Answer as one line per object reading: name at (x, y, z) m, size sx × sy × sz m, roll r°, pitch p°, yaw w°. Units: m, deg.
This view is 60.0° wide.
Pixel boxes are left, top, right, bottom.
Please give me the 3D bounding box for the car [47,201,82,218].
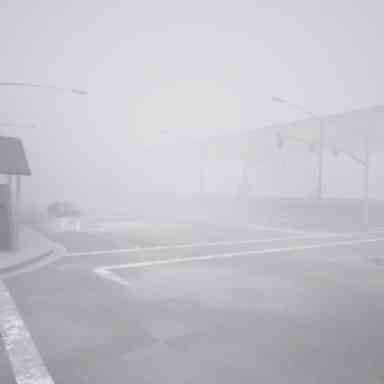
car at (-11.499, 1.531, 29.683) m, size 2.033 × 1.411 × 5.357 m, roll 3°, pitch -1°, yaw -35°
